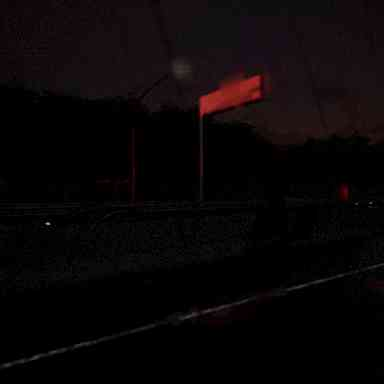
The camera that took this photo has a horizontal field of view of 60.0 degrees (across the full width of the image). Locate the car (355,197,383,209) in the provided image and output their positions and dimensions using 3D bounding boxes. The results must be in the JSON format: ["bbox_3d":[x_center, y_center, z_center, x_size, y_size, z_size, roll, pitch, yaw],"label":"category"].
[{"bbox_3d":[22.342,1.376,41.367,4.553,1.767,2.097,0,0,-35],"label":"car"}]

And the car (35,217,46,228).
[{"bbox_3d":[-5.458,1.472,17.293,4.902,1.511,2.128,0,0,-35],"label":"car"}]

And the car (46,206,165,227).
[{"bbox_3d":[-3.403,1.472,14.460,4.902,1.511,2.128,0,0,-35],"label":"car"}]
